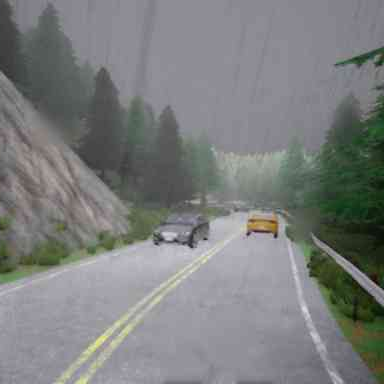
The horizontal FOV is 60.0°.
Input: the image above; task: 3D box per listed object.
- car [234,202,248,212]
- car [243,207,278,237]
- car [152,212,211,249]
[{"bbox_3d":[8.534,2.615,57.601,2.097,1.767,4.553,1,-1,1],"label":"car"},{"bbox_3d":[4.741,2.008,22.155,1.882,1.535,5.008,2,-1,14],"label":"car"},{"bbox_3d":[-0.346,1.727,16.075,2.128,1.511,4.902,2,-1,15],"label":"car"}]
